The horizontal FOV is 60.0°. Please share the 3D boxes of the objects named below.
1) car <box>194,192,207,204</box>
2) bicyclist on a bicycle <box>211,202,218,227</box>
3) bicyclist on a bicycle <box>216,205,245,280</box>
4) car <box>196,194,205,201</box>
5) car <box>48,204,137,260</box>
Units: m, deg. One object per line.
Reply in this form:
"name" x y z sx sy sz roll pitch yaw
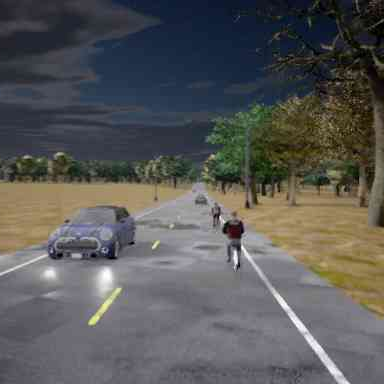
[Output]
"car" 1.475 1.242 54.870 2.128 1.511 4.902 0 0 2
"bicyclist on a bicycle" 1.327 1.390 18.079 0.582 1.620 1.656 0 0 2
"bicyclist on a bicycle" 1.099 1.341 8.929 0.659 1.776 1.843 0 0 1
"car" 1.898 1.160 73.771 2.033 1.411 5.357 0 0 2
"car" -3.396 1.305 12.168 2.097 1.767 4.553 0 0 1
